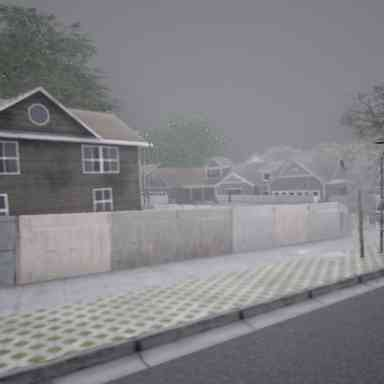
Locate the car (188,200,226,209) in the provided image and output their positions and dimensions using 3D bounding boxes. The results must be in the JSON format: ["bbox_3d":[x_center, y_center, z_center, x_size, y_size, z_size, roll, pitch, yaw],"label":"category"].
[{"bbox_3d":[1.657,1.593,35.312,4.892,1.490,1.837,1,4,41],"label":"car"}]
